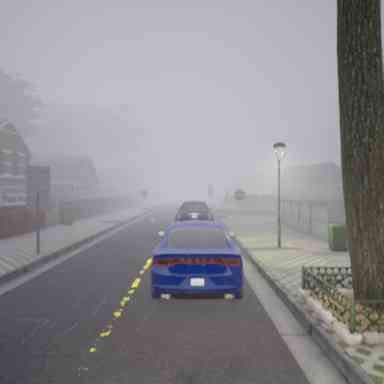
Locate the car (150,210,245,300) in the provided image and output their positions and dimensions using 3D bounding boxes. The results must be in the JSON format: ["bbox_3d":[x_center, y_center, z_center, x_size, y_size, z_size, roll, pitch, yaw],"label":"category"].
[{"bbox_3d":[0.115,1.452,8.428,1.882,1.535,5.008,0,0,0],"label":"car"}]

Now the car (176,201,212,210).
[{"bbox_3d":[0.128,1.290,19.510,2.097,1.767,4.553,0,0,0],"label":"car"}]
